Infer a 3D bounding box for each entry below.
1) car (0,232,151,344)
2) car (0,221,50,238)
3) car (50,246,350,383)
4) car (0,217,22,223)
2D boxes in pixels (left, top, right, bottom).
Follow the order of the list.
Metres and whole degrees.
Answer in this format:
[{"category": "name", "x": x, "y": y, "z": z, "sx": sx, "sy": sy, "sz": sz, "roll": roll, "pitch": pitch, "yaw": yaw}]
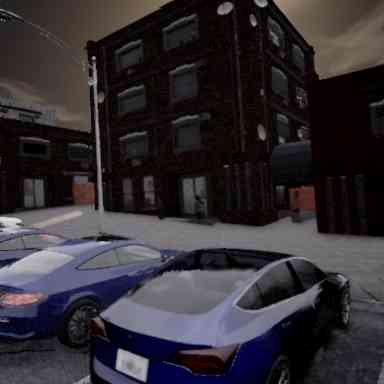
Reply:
[{"category": "car", "x": -1.572, "y": 1.565, "z": 6.436, "sx": 2.002, "sy": 1.452, "sz": 4.674, "roll": -1, "pitch": 0, "yaw": 36}, {"category": "car", "x": -4.065, "y": 1.593, "z": 8.214, "sx": 2.002, "sy": 1.452, "sz": 4.674, "roll": -1, "pitch": 0, "yaw": 35}, {"category": "car", "x": 0.839, "y": 1.528, "z": 4.756, "sx": 2.163, "sy": 1.488, "sz": 4.792, "roll": -1, "pitch": 0, "yaw": 35}, {"category": "car", "x": -6.476, "y": 1.454, "z": 9.898, "sx": 2.185, "sy": 1.767, "sz": 4.553, "roll": -1, "pitch": 0, "yaw": 35}]
